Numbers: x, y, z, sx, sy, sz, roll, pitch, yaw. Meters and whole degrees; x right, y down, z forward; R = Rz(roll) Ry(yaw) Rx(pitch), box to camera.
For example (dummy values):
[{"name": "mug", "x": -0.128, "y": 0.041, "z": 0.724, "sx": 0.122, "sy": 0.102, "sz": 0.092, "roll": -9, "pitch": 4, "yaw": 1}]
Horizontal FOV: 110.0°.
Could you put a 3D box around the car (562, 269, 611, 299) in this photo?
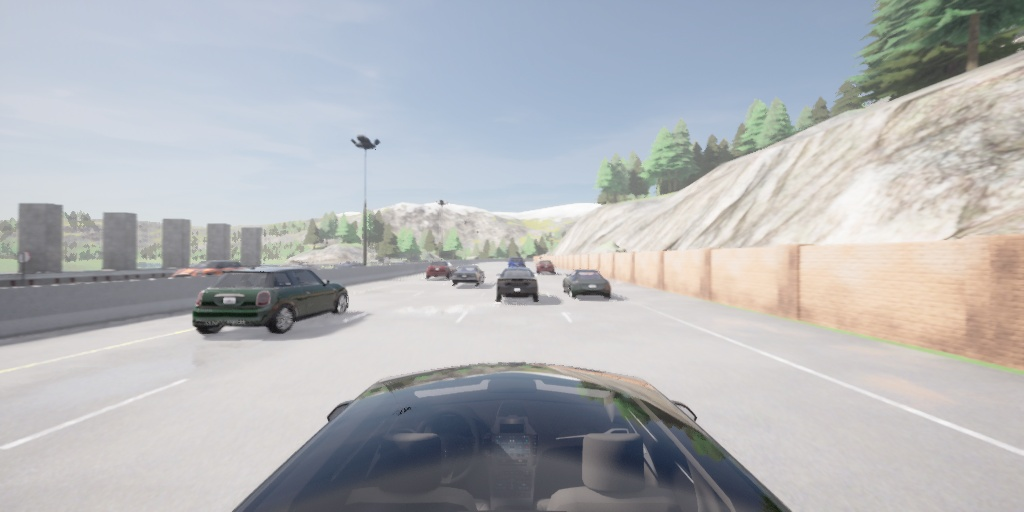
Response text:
[{"name": "car", "x": 3.806, "y": 1.387, "z": 18.838, "sx": 1.994, "sy": 1.385, "sz": 4.181, "roll": 0, "pitch": 0, "yaw": 1}]

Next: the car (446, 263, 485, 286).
[{"name": "car", "x": -3.081, "y": 1.372, "z": 25.952, "sx": 2.033, "sy": 1.411, "sz": 5.357, "roll": 0, "pitch": 0, "yaw": 1}]

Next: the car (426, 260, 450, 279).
[{"name": "car", "x": -6.525, "y": 1.190, "z": 33.494, "sx": 2.097, "sy": 1.767, "sz": 4.553, "roll": 0, "pitch": 0, "yaw": 0}]

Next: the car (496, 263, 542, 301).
[{"name": "car", "x": 0.264, "y": 1.285, "z": 17.744, "sx": 1.882, "sy": 1.535, "sz": 5.008, "roll": 0, "pitch": 0, "yaw": 1}]

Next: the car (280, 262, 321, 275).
[{"name": "car", "x": -24.183, "y": 1.406, "z": 41.242, "sx": 1.895, "sy": 1.301, "sz": 4.718, "roll": 0, "pitch": 0, "yaw": 0}]

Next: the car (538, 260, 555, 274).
[{"name": "car", "x": 3.969, "y": 1.263, "z": 43.877, "sx": 2.097, "sy": 1.767, "sz": 4.553, "roll": 0, "pitch": 0, "yaw": 0}]

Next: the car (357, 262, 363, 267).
[{"name": "car", "x": -17.175, "y": 1.310, "z": 37.937, "sx": 2.128, "sy": 1.511, "sz": 4.902, "roll": 0, "pitch": 0, "yaw": 0}]

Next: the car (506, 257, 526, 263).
[{"name": "car", "x": 0.511, "y": 1.124, "z": 44.377, "sx": 2.150, "sy": 2.045, "sz": 5.566, "roll": 0, "pitch": 0, "yaw": -1}]

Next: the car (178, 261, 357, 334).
[{"name": "car", "x": -6.822, "y": 1.110, "z": 10.815, "sx": 2.097, "sy": 1.767, "sz": 4.553, "roll": 0, "pitch": 0, "yaw": 1}]

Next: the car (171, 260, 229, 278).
[{"name": "car", "x": -20.787, "y": 1.112, "z": 24.883, "sx": 2.097, "sy": 1.767, "sz": 4.553, "roll": 0, "pitch": 0, "yaw": 1}]
